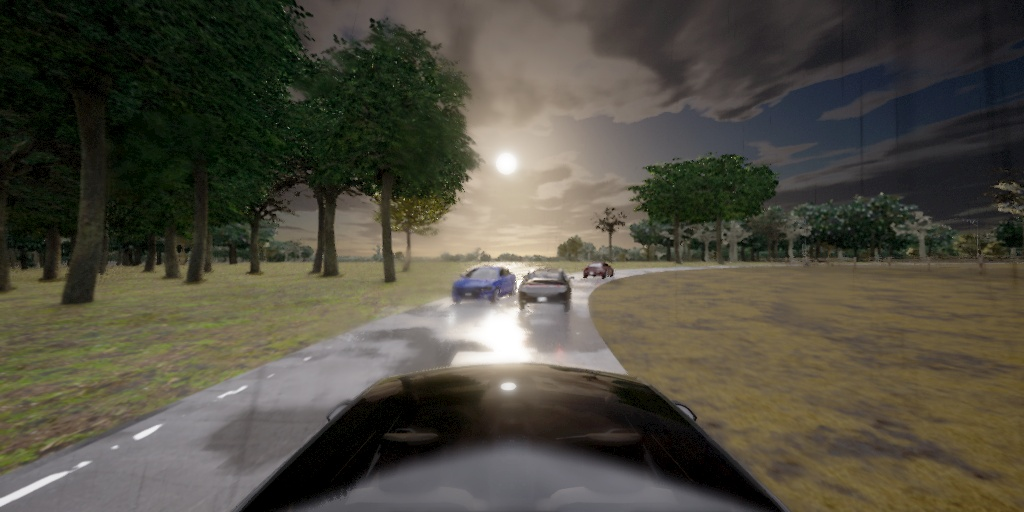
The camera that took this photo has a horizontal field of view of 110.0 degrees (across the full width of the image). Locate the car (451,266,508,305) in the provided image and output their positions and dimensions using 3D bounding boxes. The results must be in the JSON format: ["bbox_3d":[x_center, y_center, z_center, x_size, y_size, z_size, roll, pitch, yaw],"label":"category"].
[{"bbox_3d":[-1.135,1.210,16.274,1.882,1.535,5.008,0,0,13],"label":"car"}]

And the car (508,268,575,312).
[{"bbox_3d":[1.444,1.221,14.283,2.128,1.511,4.902,0,0,10],"label":"car"}]

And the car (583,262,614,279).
[{"bbox_3d":[7.550,1.209,31.148,1.812,1.442,4.674,0,0,28],"label":"car"}]
